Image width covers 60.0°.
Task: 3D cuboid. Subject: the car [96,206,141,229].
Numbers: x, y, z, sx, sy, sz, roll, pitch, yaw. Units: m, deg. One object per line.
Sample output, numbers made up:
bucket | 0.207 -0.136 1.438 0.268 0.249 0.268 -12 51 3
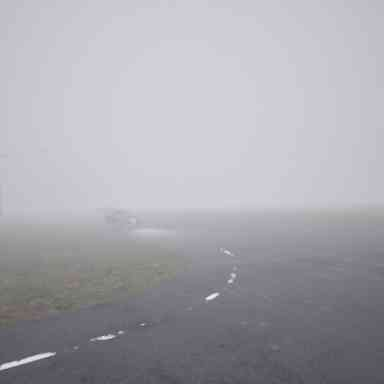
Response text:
car | -6.093 2.227 28.649 2.128 1.511 4.902 -3 0 -36

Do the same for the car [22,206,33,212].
car | -41.756 4.268 84.611 1.895 1.301 4.718 -3 0 -35

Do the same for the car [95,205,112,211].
car | -13.133 2.669 50.546 1.895 1.301 4.718 -3 0 -36
